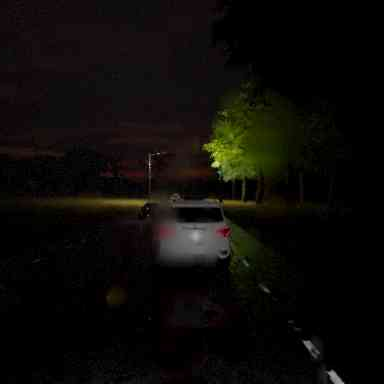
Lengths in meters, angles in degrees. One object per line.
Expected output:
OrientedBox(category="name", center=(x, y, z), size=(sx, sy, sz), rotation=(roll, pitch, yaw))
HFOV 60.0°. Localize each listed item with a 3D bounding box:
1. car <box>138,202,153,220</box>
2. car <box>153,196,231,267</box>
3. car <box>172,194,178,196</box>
OrientedBox(category="car", center=(-3.603, 1.680, 29.843), size=(1.812, 1.442, 4.674), rotation=(0, 0, 0))
OrientedBox(category="car", center=(0.093, 1.304, 11.870), size=(2.150, 2.045, 5.566), rotation=(0, 0, 0))
OrientedBox(category="car", center=(-3.509, 1.158, 70.536), size=(2.097, 1.767, 4.553), rotation=(0, 1, 0))
